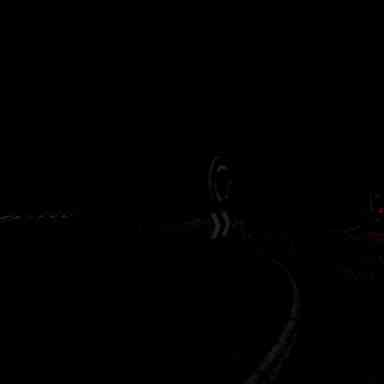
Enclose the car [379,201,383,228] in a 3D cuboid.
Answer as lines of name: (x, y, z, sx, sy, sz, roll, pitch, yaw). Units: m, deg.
car: (13.768, 1.243, 21.519, 2.150, 2.045, 5.566, -1, 0, 41)
